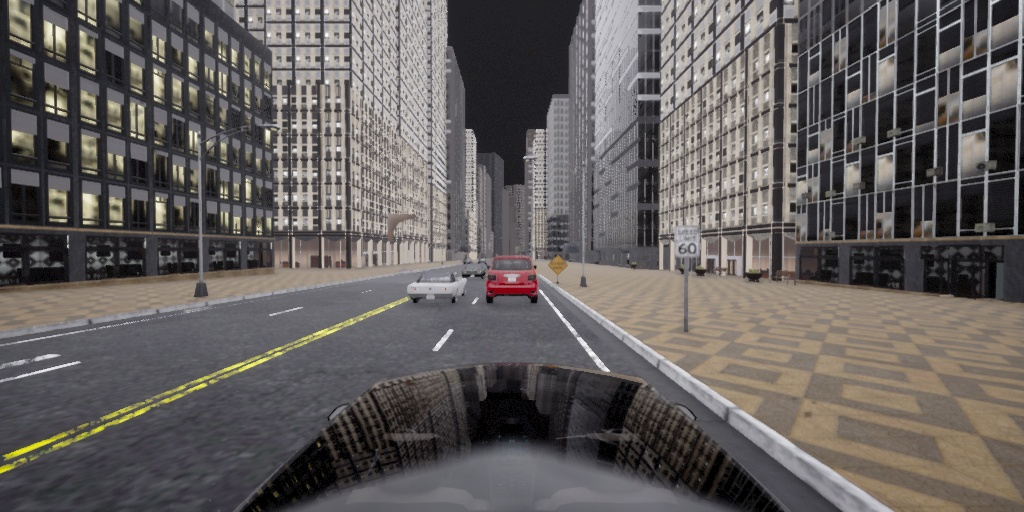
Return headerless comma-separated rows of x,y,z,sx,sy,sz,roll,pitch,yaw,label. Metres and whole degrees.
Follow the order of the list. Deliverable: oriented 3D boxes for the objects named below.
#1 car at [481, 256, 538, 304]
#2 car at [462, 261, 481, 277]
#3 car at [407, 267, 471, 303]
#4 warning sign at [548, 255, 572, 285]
0.000,1.002,16.531,2.150,2.045,5.566,0,0,0,car
-3.250,1.357,31.534,1.895,1.301,4.718,0,0,0,car
-3.250,1.361,16.533,1.895,1.301,4.718,0,0,0,car
2.850,0.857,22.470,1.300,1.860,1.060,0,0,0,warning sign
